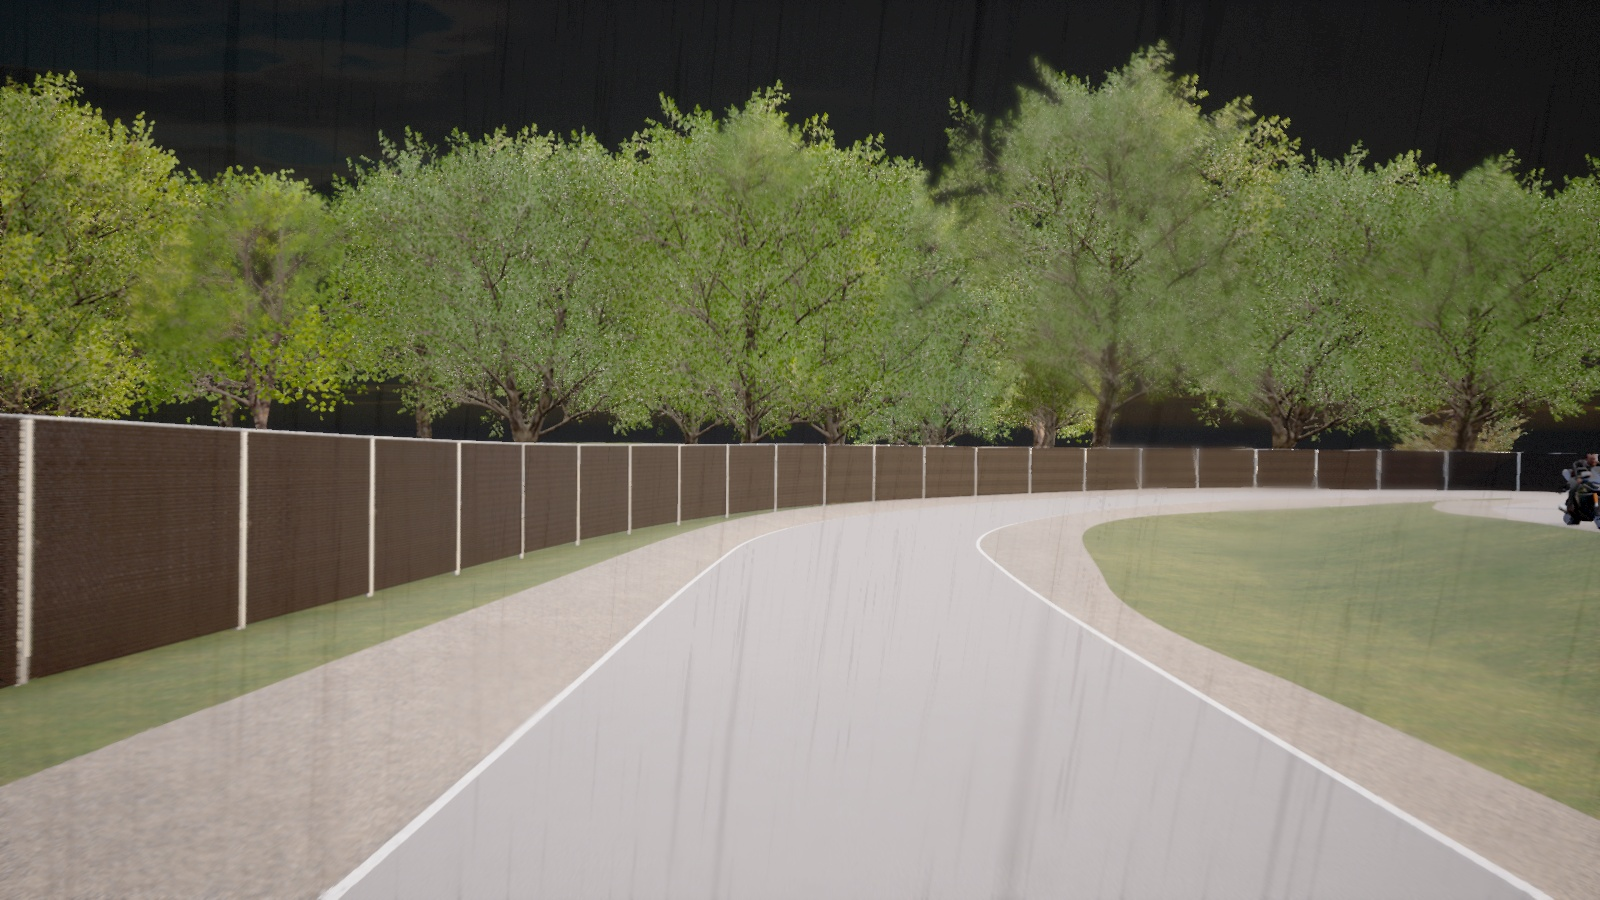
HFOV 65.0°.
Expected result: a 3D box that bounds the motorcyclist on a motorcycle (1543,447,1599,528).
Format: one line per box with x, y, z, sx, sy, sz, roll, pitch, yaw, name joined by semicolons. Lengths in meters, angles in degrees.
15.556;0.709;24.778;0.866;1.530;2.191;1;0;12;motorcyclist on a motorcycle
